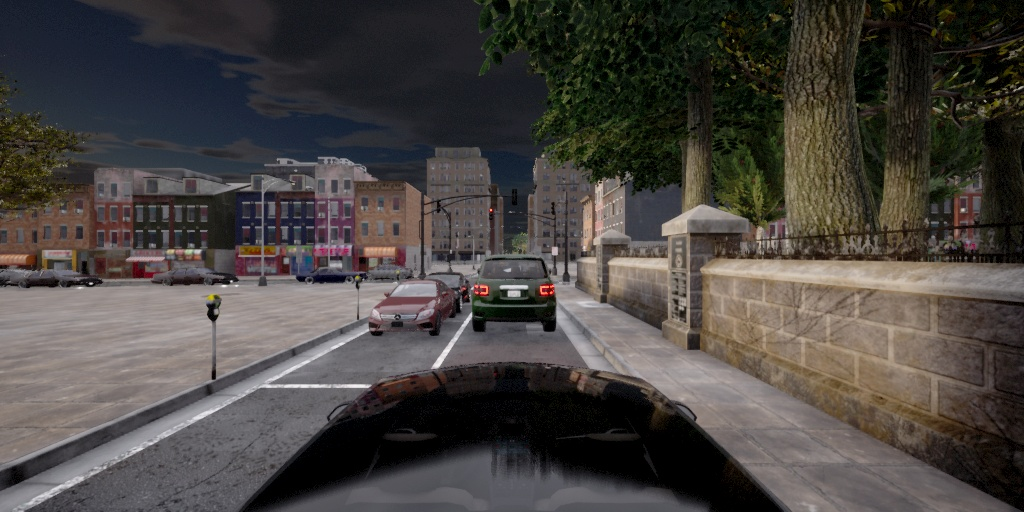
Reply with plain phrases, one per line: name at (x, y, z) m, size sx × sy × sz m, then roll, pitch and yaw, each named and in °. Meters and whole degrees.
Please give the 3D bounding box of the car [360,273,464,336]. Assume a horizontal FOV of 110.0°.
car at (-2.637, 1.332, 10.336) m, size 1.802 × 1.307 × 4.207 m, roll 0°, pitch 0°, yaw 0°

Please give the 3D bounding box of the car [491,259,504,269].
car at (-2.288, 1.218, 57.754) m, size 1.882 × 1.535 × 5.008 m, roll 0°, pitch 0°, yaw 0°

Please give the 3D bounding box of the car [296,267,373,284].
car at (-13.357, 1.480, 26.900) m, size 4.718 × 1.301 × 1.895 m, roll -1°, pitch 0°, yaw 0°

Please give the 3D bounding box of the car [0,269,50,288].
car at (-41.859, 1.839, 29.757) m, size 4.674 × 1.442 × 1.812 m, roll -1°, pitch 0°, yaw 0°

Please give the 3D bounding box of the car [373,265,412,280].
car at (-10.438, 1.409, 29.867) m, size 4.181 × 1.385 × 1.994 m, roll -1°, pitch 0°, yaw -4°

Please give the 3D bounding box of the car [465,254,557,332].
car at (0.076, 0.971, 11.015) m, size 2.150 × 2.045 × 5.566 m, roll 0°, pitch 0°, yaw 1°

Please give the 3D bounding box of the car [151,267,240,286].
car at (-23.690, 1.556, 26.867) m, size 5.357 × 1.411 × 2.033 m, roll -1°, pitch 0°, yaw 0°

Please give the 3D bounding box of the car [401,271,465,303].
car at (-2.637, 1.316, 13.999) m, size 1.948 × 1.339 × 4.313 m, roll 0°, pitch 0°, yaw 0°

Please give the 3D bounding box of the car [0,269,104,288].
car at (-34.135, 1.720, 26.847) m, size 5.357 × 1.411 × 2.033 m, roll -1°, pitch 0°, yaw 1°
